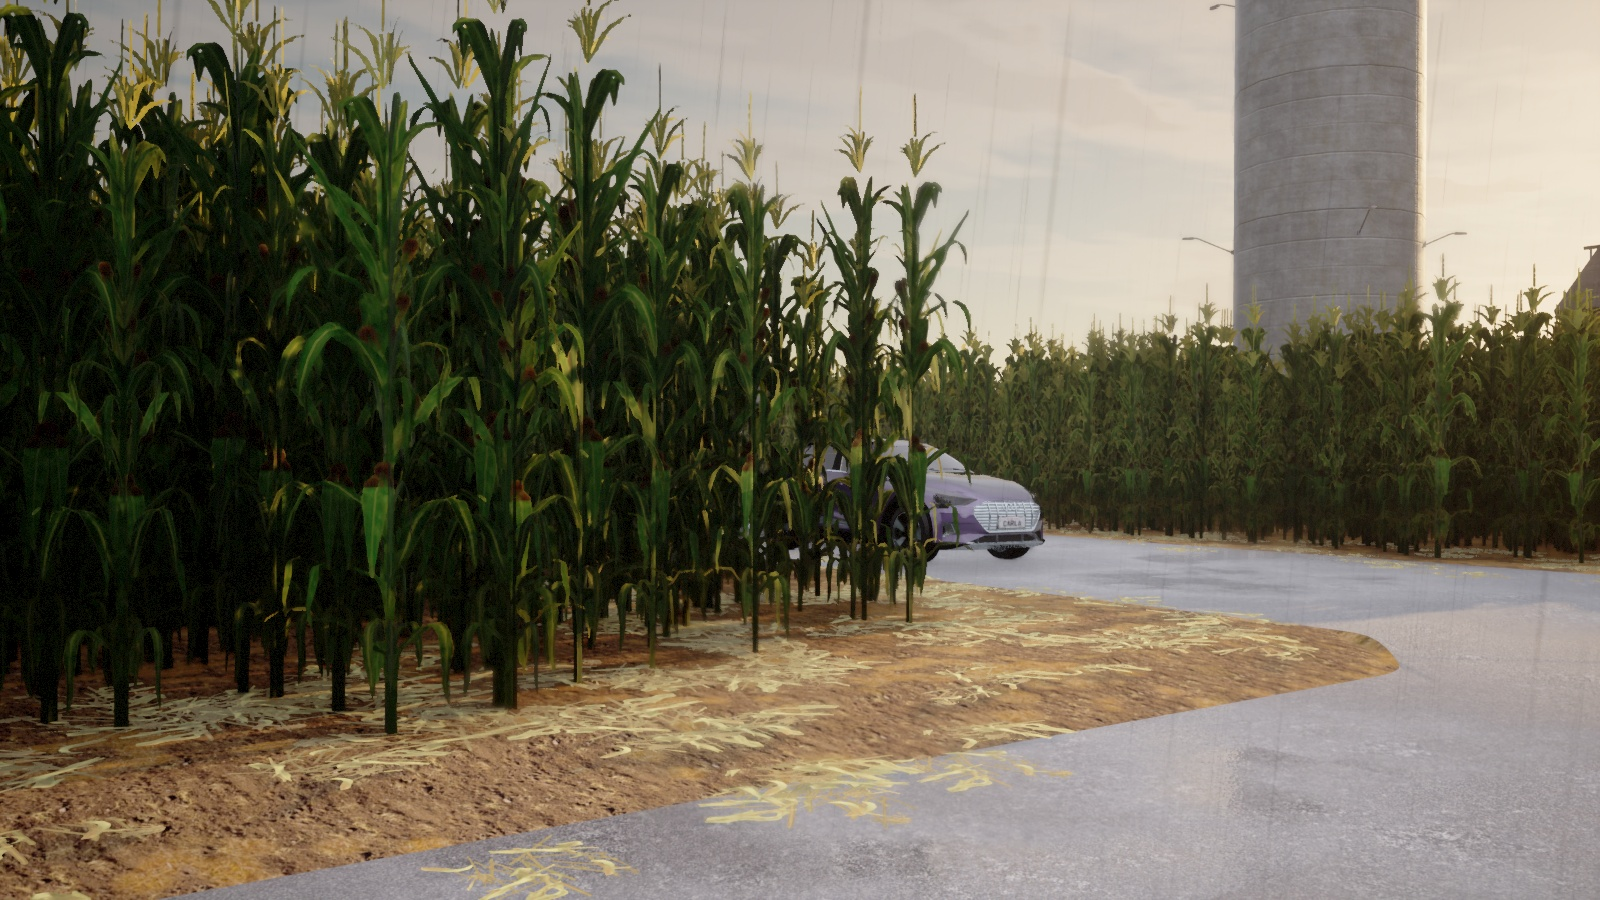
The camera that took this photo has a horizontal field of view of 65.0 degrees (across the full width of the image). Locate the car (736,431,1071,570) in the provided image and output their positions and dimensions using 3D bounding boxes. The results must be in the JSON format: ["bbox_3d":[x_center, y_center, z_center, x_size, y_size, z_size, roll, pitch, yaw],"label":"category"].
[{"bbox_3d":[1.249,0.616,17.510,2.033,1.649,4.856,0,-1,-35],"label":"car"}]
